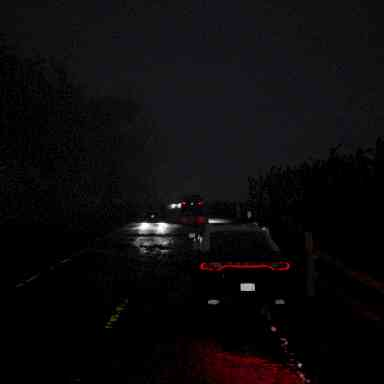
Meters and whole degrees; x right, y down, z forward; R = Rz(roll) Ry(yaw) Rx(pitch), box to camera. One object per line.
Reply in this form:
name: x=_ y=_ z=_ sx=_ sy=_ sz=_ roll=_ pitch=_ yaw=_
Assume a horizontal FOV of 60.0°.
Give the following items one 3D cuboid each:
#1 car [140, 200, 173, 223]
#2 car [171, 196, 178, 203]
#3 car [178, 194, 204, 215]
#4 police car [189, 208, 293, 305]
car: x=-2.792 y=1.559 z=25.698 sx=1.994 sy=1.385 sz=4.181 roll=0 pitch=0 yaw=0
car: x=-2.850 y=1.486 z=63.026 sx=2.128 sy=1.511 sz=4.902 roll=0 pitch=0 yaw=0
car: x=0.009 y=1.216 z=33.882 sx=2.150 sy=2.045 sz=5.566 roll=0 pitch=0 yaw=0
police car: x=0.948 y=1.423 z=8.268 sx=1.930 sy=1.638 sz=5.238 roll=0 pitch=0 yaw=0
